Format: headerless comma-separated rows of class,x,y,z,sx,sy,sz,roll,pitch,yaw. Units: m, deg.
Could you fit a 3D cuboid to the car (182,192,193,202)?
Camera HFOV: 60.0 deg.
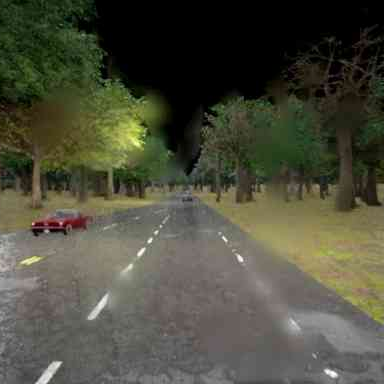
car,-0.961,1.226,68.646,1.837,1.490,4.892,-1,1,-1

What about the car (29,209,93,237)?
car,-7.223,1.658,18.843,1.895,1.301,4.718,-1,0,2
